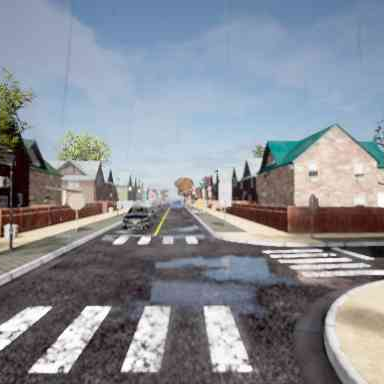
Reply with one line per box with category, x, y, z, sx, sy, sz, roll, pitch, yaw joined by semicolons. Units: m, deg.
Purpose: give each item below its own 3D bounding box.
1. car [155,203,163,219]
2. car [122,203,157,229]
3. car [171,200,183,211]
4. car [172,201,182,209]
car;-4.335;2.036;34.234;1.895;1.301;4.718;0;-1;-3
car;-3.827;1.791;24.043;1.837;1.490;4.892;0;-1;-3
car;-2.430;2.319;54.234;2.033;1.411;5.357;0;-1;-2
car;-2.968;2.430;64.012;1.882;1.535;5.008;0;-1;-3
